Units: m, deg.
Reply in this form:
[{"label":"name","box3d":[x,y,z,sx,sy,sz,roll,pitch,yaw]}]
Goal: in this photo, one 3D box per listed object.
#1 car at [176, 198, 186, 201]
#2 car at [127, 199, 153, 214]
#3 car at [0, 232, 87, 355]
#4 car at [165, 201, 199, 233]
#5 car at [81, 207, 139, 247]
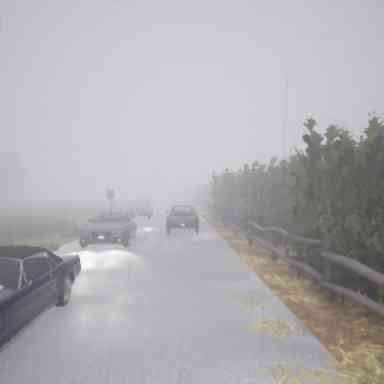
[{"label":"car","box3d":[-1.607,1.670,48.794,1.812,1.442,4.674,0,0,-2]},{"label":"car","box3d":[-3.986,1.273,25.824,1.812,1.442,4.674,0,0,-2]},{"label":"car","box3d":[-3.352,1.635,5.302,1.895,1.301,4.718,0,0,-2]},{"label":"car","box3d":[-0.579,1.550,20.175,2.128,1.511,4.902,0,0,-2]},{"label":"car","box3d":[-3.698,1.628,15.256,1.994,1.385,4.181,0,0,-2]}]
